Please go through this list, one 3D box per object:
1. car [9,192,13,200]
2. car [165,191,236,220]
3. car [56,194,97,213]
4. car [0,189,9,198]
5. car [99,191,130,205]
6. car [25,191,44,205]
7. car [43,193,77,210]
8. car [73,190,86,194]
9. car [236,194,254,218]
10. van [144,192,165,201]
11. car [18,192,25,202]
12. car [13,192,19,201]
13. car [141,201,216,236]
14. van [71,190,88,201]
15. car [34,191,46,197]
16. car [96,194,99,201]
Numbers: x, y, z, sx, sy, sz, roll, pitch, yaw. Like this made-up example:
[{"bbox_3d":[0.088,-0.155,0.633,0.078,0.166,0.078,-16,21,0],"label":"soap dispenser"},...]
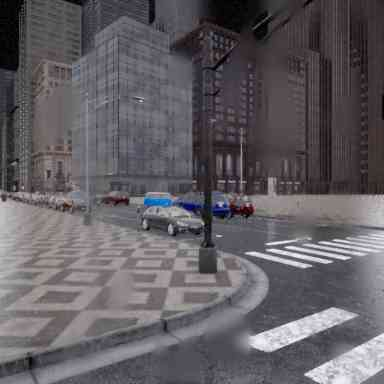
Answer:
[{"bbox_3d":[-29.605,0.747,56.944,1.887,1.381,4.507,1,0,-35],"label":"car"},{"bbox_3d":[0.463,0.957,24.856,2.150,2.045,5.566,0,1,-34],"label":"car"},{"bbox_3d":[-10.590,1.139,30.273,1.887,1.381,4.507,1,0,-35],"label":"car"},{"bbox_3d":[-39.113,0.611,70.278,1.947,1.339,4.313,1,0,-35],"label":"car"},{"bbox_3d":[-9.978,0.765,44.105,2.192,1.841,5.009,1,0,-35],"label":"car"},{"bbox_3d":[-20.097,0.939,43.609,2.008,1.369,4.403,1,0,-35],"label":"car"},{"bbox_3d":[-13.759,1.074,34.718,2.008,1.369,4.403,1,0,-35],"label":"car"},{"bbox_3d":[-17.748,0.881,50.558,2.033,1.411,5.357,0,1,-35],"label":"car"},{"bbox_3d":[2.700,1.049,26.323,2.192,1.841,5.009,1,0,-35],"label":"car"},{"bbox_3d":[-3.640,0.930,35.214,1.690,1.788,3.998,1,0,-35],"label":"van"},{"bbox_3d":[-23.267,0.874,48.054,2.008,1.369,4.403,1,0,-35],"label":"car"},{"bbox_3d":[-26.434,0.702,52.499,1.967,1.590,4.097,1,0,-35],"label":"car"},{"bbox_3d":[-1.083,1.366,16.938,2.008,1.369,4.403,1,0,-35],"label":"car"},{"bbox_3d":[-19.488,0.597,57.442,1.690,1.788,3.998,1,0,-35],"label":"van"},{"bbox_3d":[-38.507,0.494,84.115,1.887,1.381,4.507,0,0,-35],"label":"car"},{"bbox_3d":[-13.152,0.934,48.552,2.008,1.369,4.403,1,0,-35],"label":"car"}]
